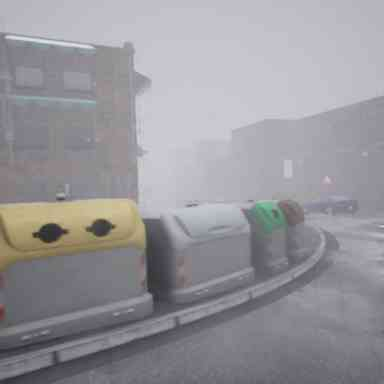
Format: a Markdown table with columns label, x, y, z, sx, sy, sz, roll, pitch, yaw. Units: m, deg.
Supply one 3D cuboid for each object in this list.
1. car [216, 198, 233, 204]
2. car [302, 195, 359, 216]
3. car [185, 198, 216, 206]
| label | x | y | z | sx | sy | sz | roll | pitch | yaw |
| --- | --- | --- | --- | --- | --- | --- | --- | --- | --- |
| car | 3.509 | 1.497 | 43.031 | 1.882 | 1.535 | 5.008 | -3 | 0 | -23 |
| car | 10.410 | 0.967 | 25.454 | 1.882 | 1.535 | 5.008 | -2 | 0 | -14 |
| car | 0.657 | 1.638 | 41.653 | 2.128 | 1.511 | 4.902 | -1 | -2 | -23 |
